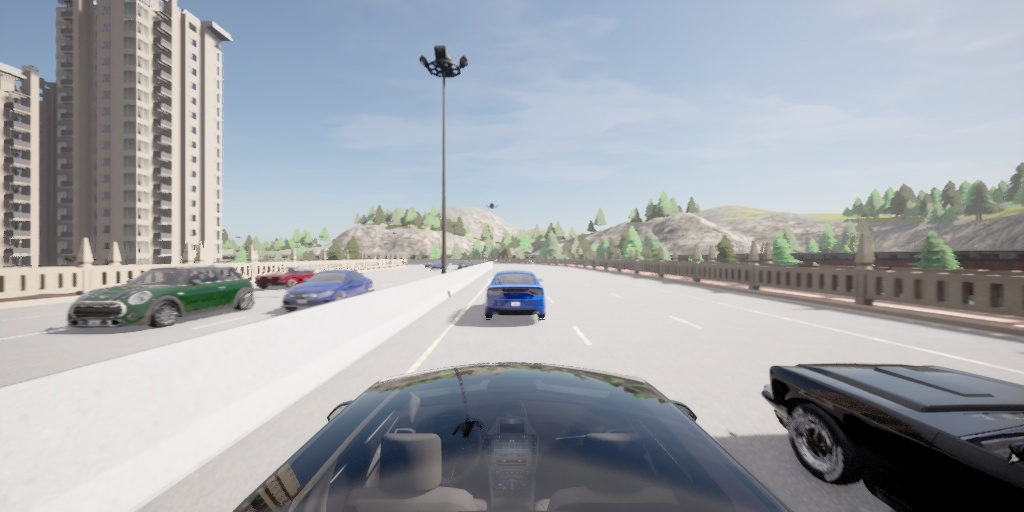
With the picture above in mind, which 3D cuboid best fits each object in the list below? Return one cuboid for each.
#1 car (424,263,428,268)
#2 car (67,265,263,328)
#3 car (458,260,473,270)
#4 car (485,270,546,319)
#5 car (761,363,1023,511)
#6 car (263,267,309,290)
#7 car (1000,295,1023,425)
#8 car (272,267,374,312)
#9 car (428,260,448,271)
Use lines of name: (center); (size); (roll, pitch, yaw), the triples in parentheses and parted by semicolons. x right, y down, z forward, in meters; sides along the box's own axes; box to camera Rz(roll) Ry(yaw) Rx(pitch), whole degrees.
car: (-14.291, 1.492, 63.660); (1.895, 1.301, 4.718); (0, 0, -4)
car: (-10.597, 1.106, 11.334); (2.097, 1.767, 4.553); (0, 0, 0)
car: (-7.089, 1.341, 54.967); (2.128, 1.511, 4.902); (0, 0, 0)
car: (0.103, 1.232, 12.803); (1.882, 1.535, 5.008); (0, 0, 0)
car: (3.600, 1.351, 1.684); (1.895, 1.301, 4.718); (0, 0, 0)
car: (-14.094, 1.366, 23.066); (1.895, 1.301, 4.718); (0, 0, 0)
car: (7.100, 1.242, 1.982); (2.128, 1.511, 4.902); (0, 0, 0)
car: (-7.097, 1.281, 14.430); (1.812, 1.442, 4.674); (0, 0, 0)
car: (-10.585, 1.367, 52.793); (1.812, 1.442, 4.674); (0, 0, 0)
